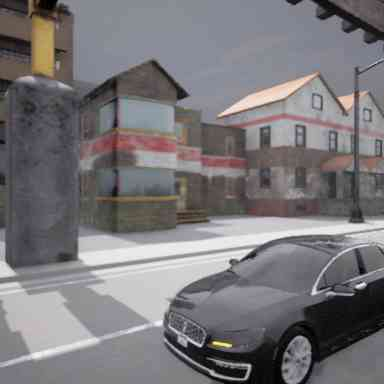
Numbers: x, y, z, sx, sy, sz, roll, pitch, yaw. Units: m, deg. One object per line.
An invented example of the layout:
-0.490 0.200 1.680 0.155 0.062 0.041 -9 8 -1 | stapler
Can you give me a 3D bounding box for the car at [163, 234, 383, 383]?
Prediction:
1.865 1.502 5.321 4.892 1.490 1.837 0 0 -35 | car
